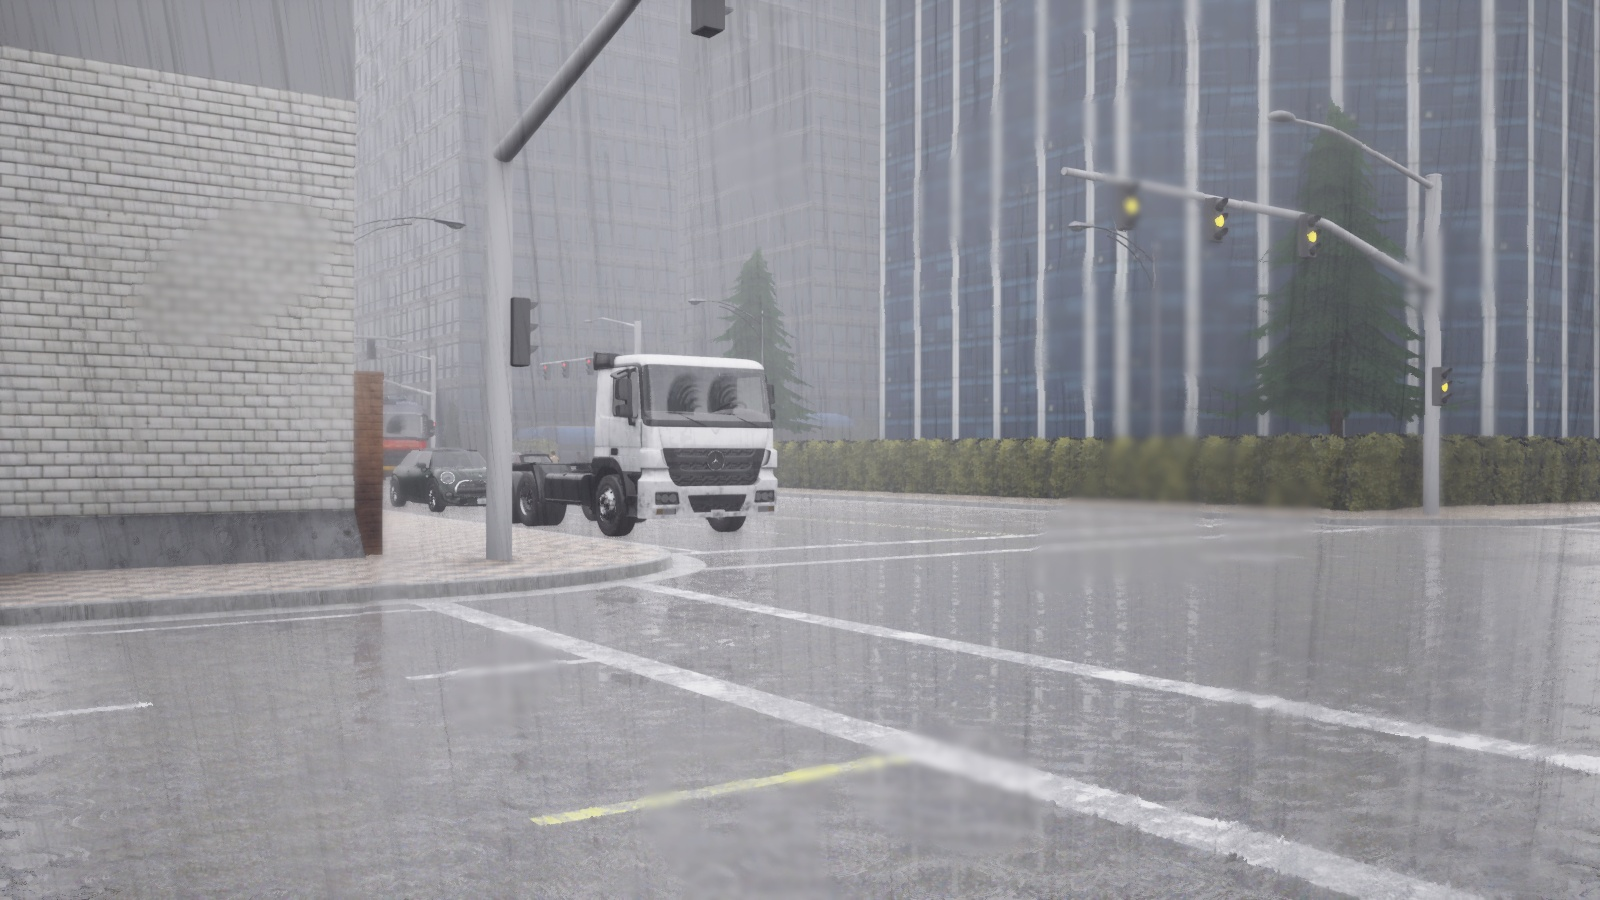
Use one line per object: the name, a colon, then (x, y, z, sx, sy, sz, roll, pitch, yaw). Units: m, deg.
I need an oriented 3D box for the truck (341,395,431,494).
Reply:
truck: (-17.640, -0.197, 53.111, 2.891, 3.827, 8.468, 0, 0, -23)

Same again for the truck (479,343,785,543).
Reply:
truck: (-3.750, -0.110, 25.811, 2.891, 3.462, 7.936, 0, 0, -35)

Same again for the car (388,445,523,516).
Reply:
car: (-9.337, 0.761, 33.803, 2.097, 1.767, 4.553, 0, 0, -35)

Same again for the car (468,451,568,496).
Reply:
car: (-10.881, 0.871, 48.227, 2.033, 1.649, 4.856, 0, 0, -35)
